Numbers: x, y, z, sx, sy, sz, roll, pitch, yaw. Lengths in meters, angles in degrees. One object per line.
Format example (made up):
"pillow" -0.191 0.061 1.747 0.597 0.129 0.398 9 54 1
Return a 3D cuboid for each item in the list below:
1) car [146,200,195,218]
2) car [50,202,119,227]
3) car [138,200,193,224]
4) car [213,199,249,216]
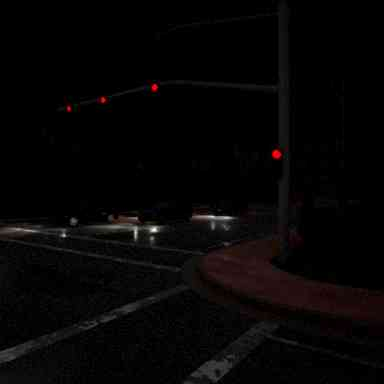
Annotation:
"car" -1.893 1.505 31.020 1.837 1.490 4.892 0 0 36
"car" -7.425 1.478 23.305 1.882 1.535 5.008 0 0 36
"car" -1.909 1.478 24.996 1.882 1.535 5.008 0 0 36
"car" 3.951 1.505 33.134 1.837 1.490 4.892 0 0 36
